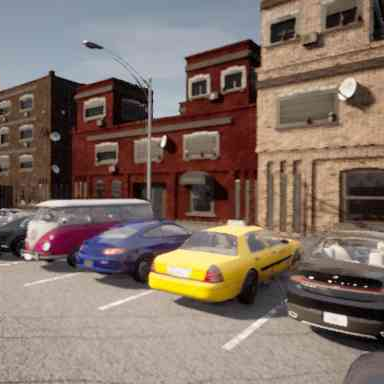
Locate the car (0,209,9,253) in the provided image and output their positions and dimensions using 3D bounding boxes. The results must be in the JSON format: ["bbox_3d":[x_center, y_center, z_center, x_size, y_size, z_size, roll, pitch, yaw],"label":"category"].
[{"bbox_3d":[-5.609,1.475,12.948,2.231,1.521,4.892,0,0,36],"label":"car"}]

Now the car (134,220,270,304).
[{"bbox_3d":[1.237,1.473,8.300,1.946,1.575,5.366,0,0,36],"label":"car"}]

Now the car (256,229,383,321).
[{"bbox_3d":[3.369,1.480,6.544,2.231,1.521,4.892,0,0,36],"label":"car"}]

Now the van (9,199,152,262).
[{"bbox_3d":[-3.328,1.248,11.184,1.878,1.987,4.442,0,0,36],"label":"van"}]

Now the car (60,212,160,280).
[{"bbox_3d":[-1.118,1.514,9.749,2.002,1.452,4.674,0,0,36],"label":"car"}]

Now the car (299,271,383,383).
[{"bbox_3d":[3.236,1.550,1.071,5.357,1.411,2.033,0,0,36],"label":"car"}]
